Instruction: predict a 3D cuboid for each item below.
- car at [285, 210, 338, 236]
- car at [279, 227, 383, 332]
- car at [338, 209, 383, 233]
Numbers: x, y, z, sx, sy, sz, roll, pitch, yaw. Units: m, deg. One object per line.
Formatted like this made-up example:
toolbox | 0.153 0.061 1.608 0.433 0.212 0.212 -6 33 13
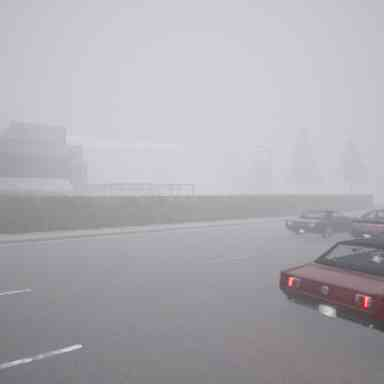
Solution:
car | 7.117 1.601 17.418 4.718 1.301 1.895 0 0 -35
car | 3.964 1.601 6.571 4.718 1.301 1.895 0 0 -35
car | 8.736 1.491 14.270 4.902 1.511 2.128 0 0 -35
